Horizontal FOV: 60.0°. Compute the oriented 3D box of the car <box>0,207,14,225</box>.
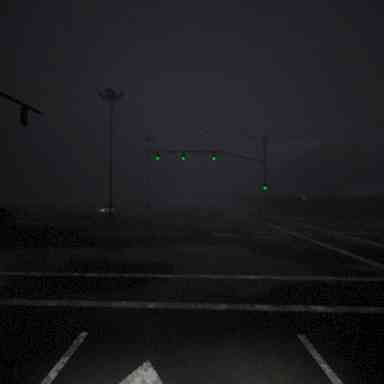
[{"bbox_3d":[-14.997,1.846,24.388,1.837,1.490,4.892,0,0,0],"label":"car"}]

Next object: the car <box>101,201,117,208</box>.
[{"bbox_3d":[-14.999,2.240,60.411,1.895,1.301,4.718,0,0,0],"label":"car"}]
